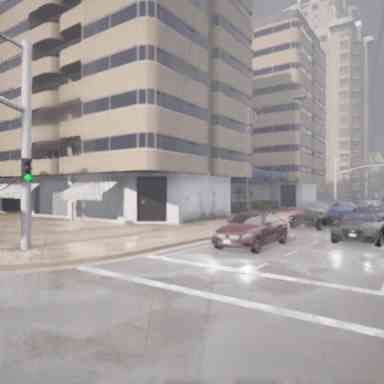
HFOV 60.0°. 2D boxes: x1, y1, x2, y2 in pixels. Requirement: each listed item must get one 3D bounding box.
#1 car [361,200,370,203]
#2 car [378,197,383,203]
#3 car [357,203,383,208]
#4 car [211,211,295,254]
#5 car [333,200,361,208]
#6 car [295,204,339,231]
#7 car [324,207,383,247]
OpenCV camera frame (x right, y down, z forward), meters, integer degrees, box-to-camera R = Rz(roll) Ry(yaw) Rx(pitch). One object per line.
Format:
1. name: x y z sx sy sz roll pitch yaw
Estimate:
1. car: 18.911 1.633 37.245 1.837 1.490 4.892 0 0 36
2. car: 18.932 1.346 31.237 2.150 2.045 5.566 0 0 36
3. car: 12.744 1.662 22.479 1.994 1.385 4.181 0 0 36
4. car: 2.622 1.586 14.198 1.812 1.442 4.674 0 0 35
5. car: 13.156 1.582 29.140 1.882 1.535 5.008 0 0 35
6. car: 7.853 1.683 21.643 1.895 1.301 4.718 0 0 35
7. car: 7.909 1.642 15.653 1.994 1.385 4.181 0 0 35
